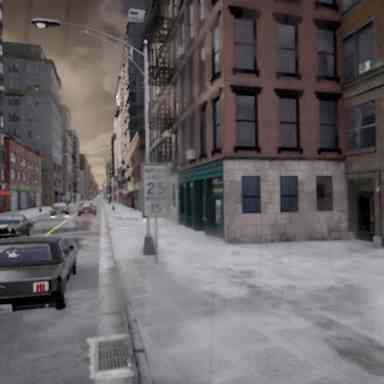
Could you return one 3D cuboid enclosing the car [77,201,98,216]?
[{"bbox_3d":[-11.717,1.905,37.272,1.812,1.442,4.674,-1,0,-15],"label":"car"}]

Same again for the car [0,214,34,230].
[{"bbox_3d":[-9.424,1.821,16.812,1.895,1.301,4.718,-1,0,-15],"label":"car"}]

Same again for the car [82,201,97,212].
[{"bbox_3d":[-14.452,2.027,47.185,1.812,1.442,4.674,-1,-1,-15],"label":"car"}]

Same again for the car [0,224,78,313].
[{"bbox_3d":[-3.729,1.677,7.665,1.895,1.301,4.718,-1,0,-15],"label":"car"}]

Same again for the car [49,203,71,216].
[{"bbox_3d":[-15.365,1.976,39.003,1.812,1.442,4.674,-1,-1,-15],"label":"car"}]
